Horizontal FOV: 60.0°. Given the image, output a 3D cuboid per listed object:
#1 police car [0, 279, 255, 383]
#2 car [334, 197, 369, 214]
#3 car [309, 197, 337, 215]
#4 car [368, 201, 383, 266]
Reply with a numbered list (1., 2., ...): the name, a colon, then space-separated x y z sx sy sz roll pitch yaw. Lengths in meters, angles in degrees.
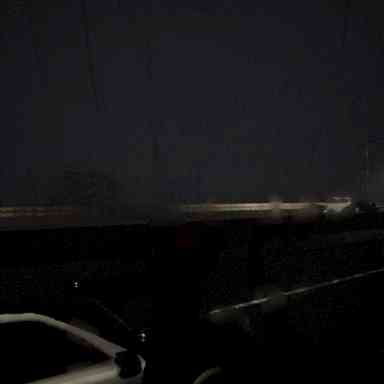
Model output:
1. police car: -1.585 1.506 2.740 4.974 1.542 2.038 1 0 -35
2. car: 16.406 1.685 32.486 4.553 1.767 2.097 1 0 -34
3. car: 15.050 1.564 35.804 5.566 2.045 2.150 1 -1 -34
4. car: 7.395 1.335 9.093 5.566 2.045 2.150 1 0 -35
